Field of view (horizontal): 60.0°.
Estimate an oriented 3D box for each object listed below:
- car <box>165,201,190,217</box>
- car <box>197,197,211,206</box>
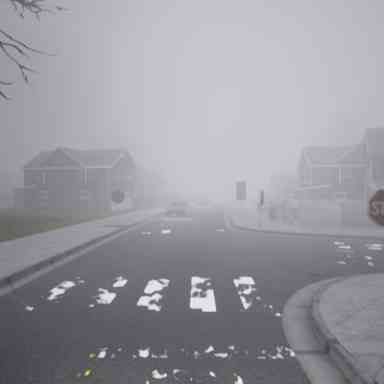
[{"bbox_3d":[-1.234,1.534,30.927,2.033,1.411,5.357,0,0,6],"label":"car"},{"bbox_3d":[2.052,1.536,54.947,2.033,1.411,5.357,0,0,10],"label":"car"}]
